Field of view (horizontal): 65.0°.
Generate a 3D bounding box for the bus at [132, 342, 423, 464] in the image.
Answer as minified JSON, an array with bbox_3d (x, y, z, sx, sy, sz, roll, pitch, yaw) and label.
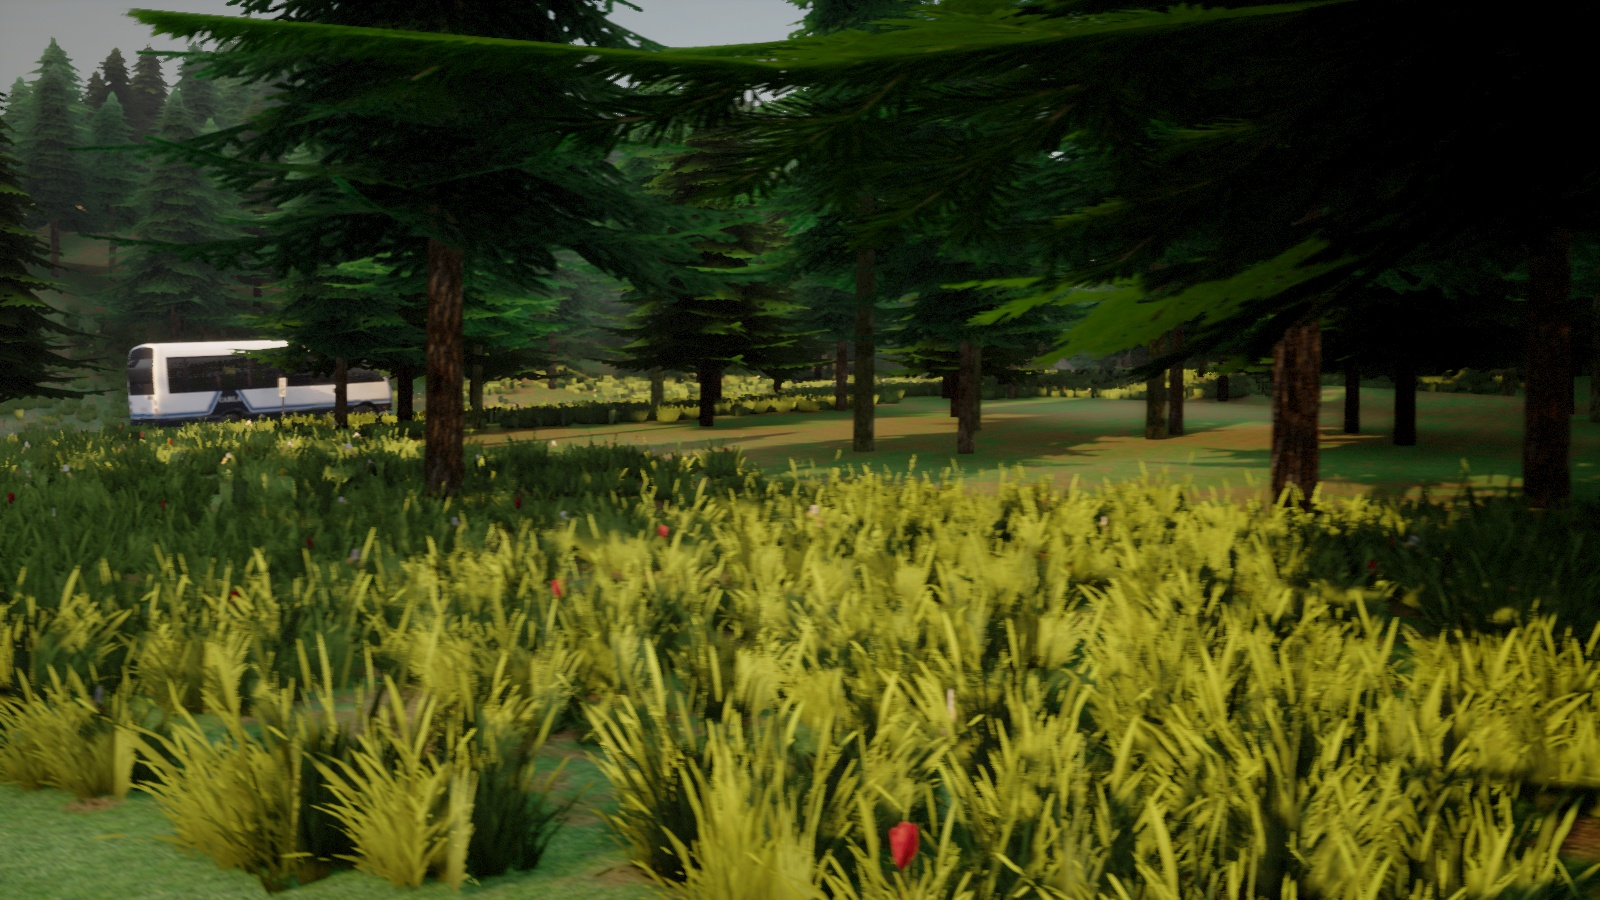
[{"bbox_3d":[-21.748,-2.113,53.003,3.944,4.253,10.273,0,6,43],"label":"bus"}]
